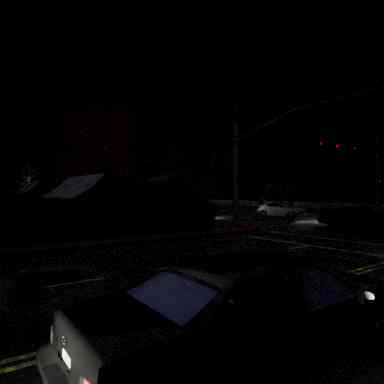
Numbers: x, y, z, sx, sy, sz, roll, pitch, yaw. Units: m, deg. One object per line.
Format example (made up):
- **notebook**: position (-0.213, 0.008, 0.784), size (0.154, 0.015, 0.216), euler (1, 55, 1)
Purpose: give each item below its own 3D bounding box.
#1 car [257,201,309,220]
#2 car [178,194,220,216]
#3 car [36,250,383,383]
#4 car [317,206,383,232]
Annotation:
- **car**: position (7.682, 1.526, 28.426), size (1.812, 1.442, 4.674), euler (0, 0, -37)
- **car**: position (0.285, 1.221, 32.398), size (2.150, 2.045, 5.566), euler (0, 0, -37)
- **car**: position (0.915, 1.547, 4.463), size (5.357, 1.411, 2.033), euler (0, 0, -35)
- **car**: position (10.046, 1.547, 19.299), size (2.033, 1.411, 5.357), euler (0, 0, -36)
